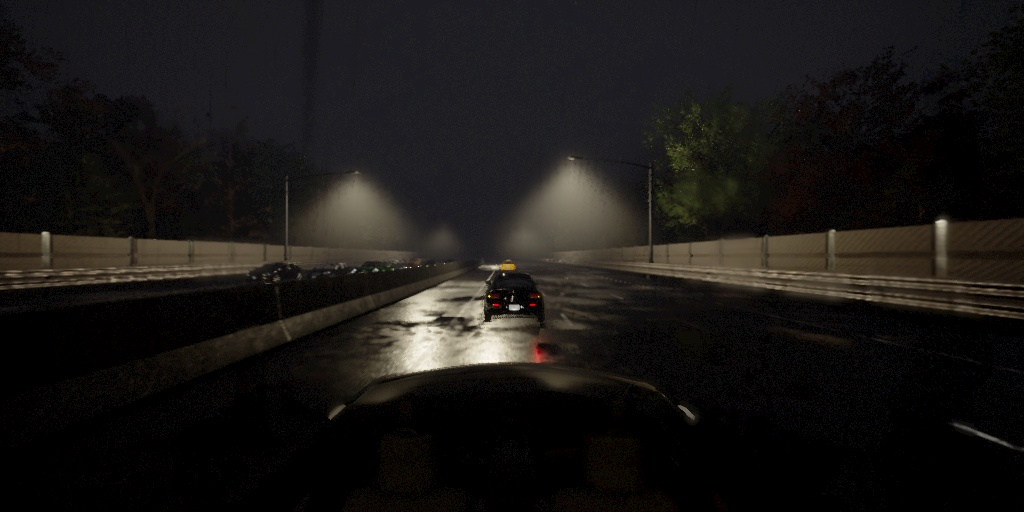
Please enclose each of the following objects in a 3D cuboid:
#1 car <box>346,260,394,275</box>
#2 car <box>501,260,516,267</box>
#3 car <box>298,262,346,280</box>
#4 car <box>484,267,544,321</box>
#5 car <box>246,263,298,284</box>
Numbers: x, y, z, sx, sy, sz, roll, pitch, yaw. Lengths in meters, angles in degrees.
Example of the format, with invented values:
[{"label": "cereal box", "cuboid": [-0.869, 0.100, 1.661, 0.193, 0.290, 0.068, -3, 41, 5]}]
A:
[{"label": "car", "cuboid": [-10.820, 1.113, 28.177, 2.097, 1.767, 4.553, 0, 0, -1]}, {"label": "car", "cuboid": [-0.450, 1.224, 44.541, 1.801, 1.575, 5.366, 0, 0, -1]}, {"label": "car", "cuboid": [-14.324, 1.252, 28.481, 2.128, 1.511, 4.902, 0, 0, -1]}, {"label": "car", "cuboid": [0.053, 1.280, 12.350, 1.812, 1.442, 4.674, 0, 0, 0]}, {"label": "car", "cuboid": [-17.806, 1.265, 27.187, 1.837, 1.490, 4.892, 0, 0, -1]}]
